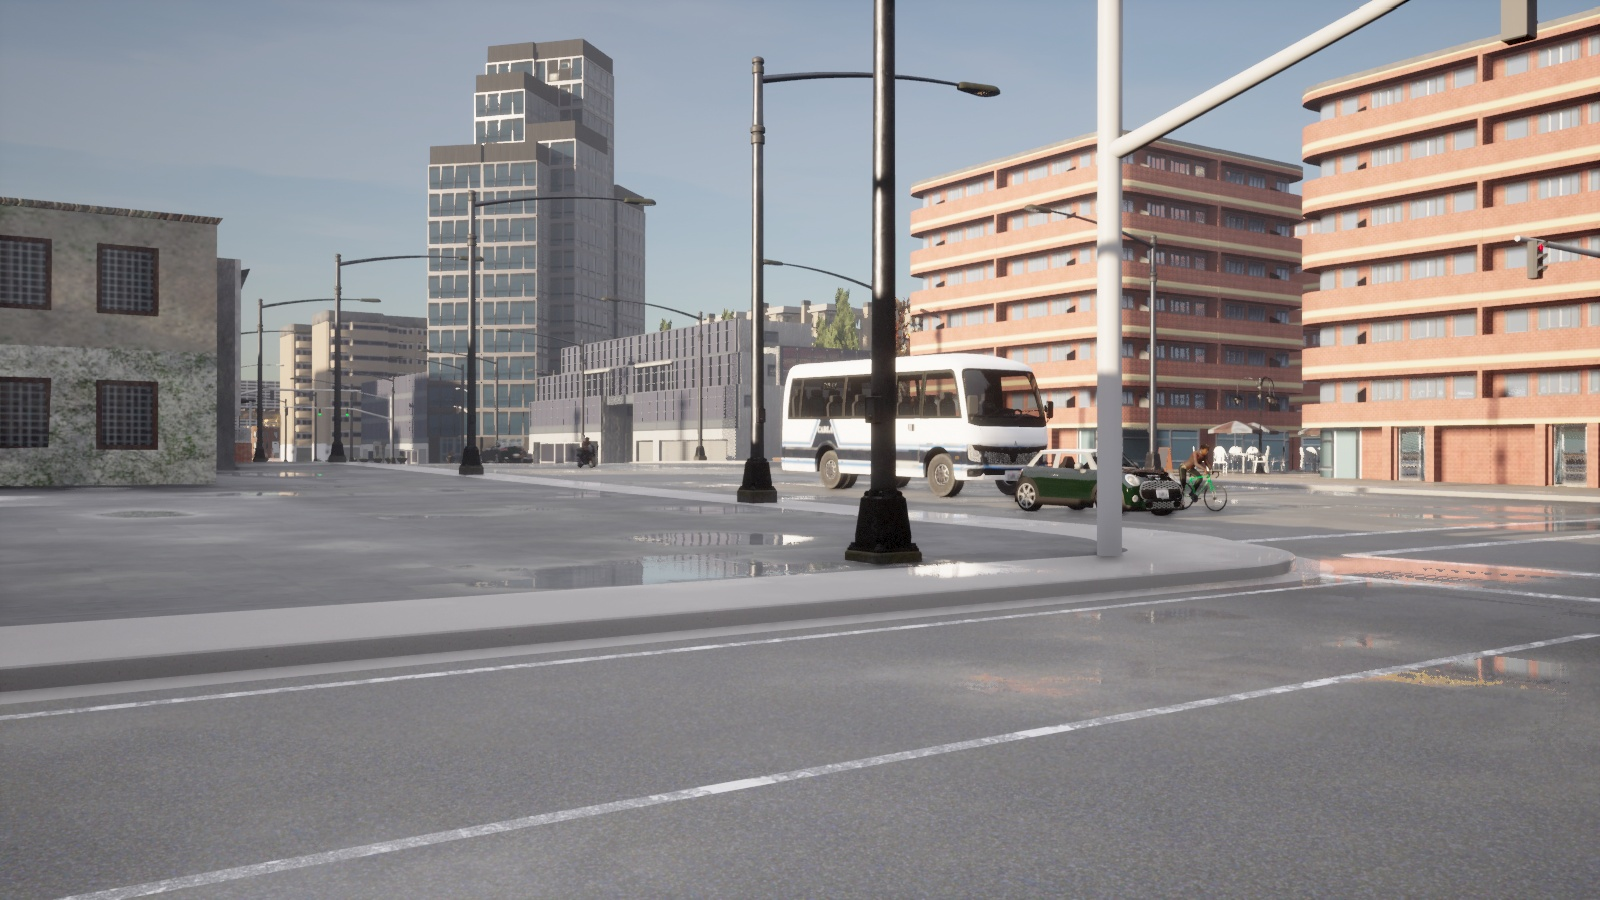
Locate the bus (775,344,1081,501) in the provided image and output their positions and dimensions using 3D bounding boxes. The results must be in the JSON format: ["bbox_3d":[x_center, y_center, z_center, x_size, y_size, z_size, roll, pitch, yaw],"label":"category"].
[{"bbox_3d":[3.641,-0.822,39.568,3.944,4.253,10.273,0,1,-34],"label":"bus"}]

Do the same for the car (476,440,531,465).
[{"bbox_3d":[-21.142,0.211,89.354,2.152,1.651,5.027,0,-2,-34],"label":"car"}]

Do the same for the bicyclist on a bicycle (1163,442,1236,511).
[{"bbox_3d":[9.688,0.629,30.501,0.582,1.620,1.656,0,1,-34],"label":"bicyclist on a bicycle"}]

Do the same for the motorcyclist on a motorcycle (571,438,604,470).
[{"bbox_3d":[-10.232,0.177,60.374,0.797,1.523,2.044,0,1,-34],"label":"motorcyclist on a motorcycle"}]

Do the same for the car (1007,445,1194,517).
[{"bbox_3d":[6.768,0.646,28.573,1.970,1.475,3.806,0,1,-33],"label":"car"}]
